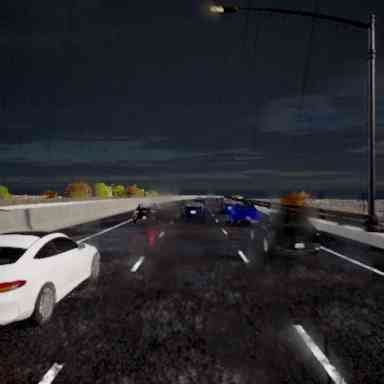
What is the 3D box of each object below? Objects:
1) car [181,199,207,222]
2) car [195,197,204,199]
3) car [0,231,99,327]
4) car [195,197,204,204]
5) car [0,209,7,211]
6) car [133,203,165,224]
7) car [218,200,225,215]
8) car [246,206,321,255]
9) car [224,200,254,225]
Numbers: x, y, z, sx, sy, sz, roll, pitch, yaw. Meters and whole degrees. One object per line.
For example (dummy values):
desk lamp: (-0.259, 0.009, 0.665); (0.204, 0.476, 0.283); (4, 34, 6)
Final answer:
car: (0.162, 1.565, 27.218); (2.163, 1.488, 4.792); (0, 0, 2)
car: (1.129, 1.742, 57.488); (1.994, 1.385, 4.181); (0, 0, 2)
car: (-3.368, 1.539, 6.952); (1.812, 1.442, 4.674); (0, 0, 0)
car: (1.719, 1.788, 74.628); (2.128, 1.511, 4.902); (0, 0, 3)
car: (-13.933, 1.589, 21.478); (2.033, 1.411, 5.357); (0, 0, 1)
car: (-3.177, 1.546, 24.934); (2.128, 1.511, 4.902); (0, 0, 1)
car: (3.909, 1.592, 35.260); (2.163, 1.488, 4.792); (0, 0, 1)
car: (3.570, 1.532, 13.387); (1.837, 1.490, 4.892); (0, 0, 1)
car: (3.704, 1.533, 24.309); (1.882, 1.535, 5.008); (0, 0, 1)
